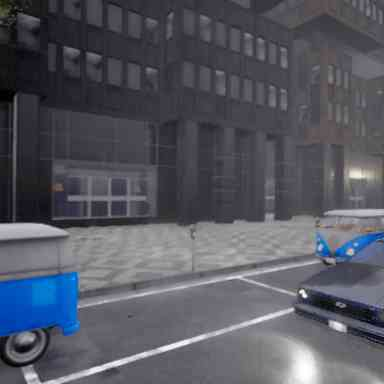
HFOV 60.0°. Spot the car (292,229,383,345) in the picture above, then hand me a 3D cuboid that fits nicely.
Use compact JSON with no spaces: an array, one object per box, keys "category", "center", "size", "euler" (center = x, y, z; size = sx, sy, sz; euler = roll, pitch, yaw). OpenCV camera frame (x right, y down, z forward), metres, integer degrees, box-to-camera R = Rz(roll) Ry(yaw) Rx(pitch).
[{"category":"car","center":[4.323,1.622,6.466],"size":[5.357,1.411,2.033],"euler":[1,0,-36]}]

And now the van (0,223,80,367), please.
[{"category":"van","center":[-3.481,1.335,4.164],"size":[3.998,1.788,1.690],"euler":[1,0,-36]}]

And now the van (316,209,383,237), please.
[{"category":"van","center":[5.664,1.453,10.693],"size":[3.998,1.788,1.690],"euler":[1,0,-36]}]
